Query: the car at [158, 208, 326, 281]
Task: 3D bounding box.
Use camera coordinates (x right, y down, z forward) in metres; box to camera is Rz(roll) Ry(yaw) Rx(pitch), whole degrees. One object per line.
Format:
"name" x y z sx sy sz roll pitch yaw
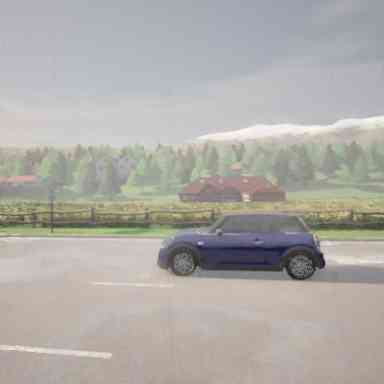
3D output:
"car" 1.326 1.363 9.613 4.553 1.767 2.097 -1 0 10
